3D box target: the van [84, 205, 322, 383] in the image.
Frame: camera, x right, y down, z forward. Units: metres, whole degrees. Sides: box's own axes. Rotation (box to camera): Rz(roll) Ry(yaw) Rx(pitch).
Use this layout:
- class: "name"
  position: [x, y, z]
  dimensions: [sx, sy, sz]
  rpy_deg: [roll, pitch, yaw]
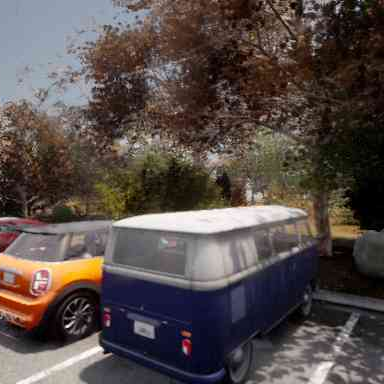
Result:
- class: "van"
  position: [0.728, 1.257, 5.439]
  dimensions: [1.878, 1.987, 4.442]
  rpy_deg: [0, 0, 36]

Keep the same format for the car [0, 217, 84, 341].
- class: "car"
  position: [-1.620, 1.363, 6.935]
  dimensions: [2.185, 1.767, 4.553]
  rpy_deg: [0, 0, 36]
